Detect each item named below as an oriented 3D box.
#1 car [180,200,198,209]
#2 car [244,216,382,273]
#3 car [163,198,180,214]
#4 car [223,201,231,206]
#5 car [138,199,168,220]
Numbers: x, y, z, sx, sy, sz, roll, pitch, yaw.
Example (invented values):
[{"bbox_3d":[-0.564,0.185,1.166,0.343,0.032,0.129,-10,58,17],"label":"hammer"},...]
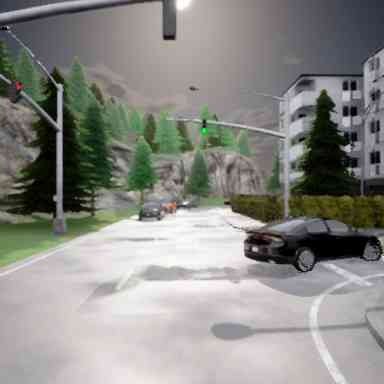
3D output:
[{"bbox_3d":[-0.738,1.779,48.175,1.994,1.385,4.181,0,0,23],"label":"car"},{"bbox_3d":[4.029,1.527,10.893,5.008,1.535,1.882,0,-2,-28],"label":"car"},{"bbox_3d":[-3.068,1.524,38.513,2.097,1.767,4.553,0,0,6],"label":"car"},{"bbox_3d":[7.872,1.871,60.638,4.718,1.301,1.895,0,0,-41],"label":"car"},{"bbox_3d":[-3.500,1.636,29.355,1.837,1.490,4.892,0,0,1],"label":"car"}]
